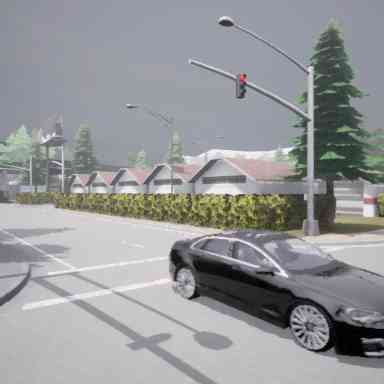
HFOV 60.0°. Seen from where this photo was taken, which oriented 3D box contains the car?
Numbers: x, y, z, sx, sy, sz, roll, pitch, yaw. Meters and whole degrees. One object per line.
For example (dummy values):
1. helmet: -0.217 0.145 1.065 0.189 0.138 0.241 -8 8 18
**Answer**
1. car: 1.430 1.548 6.385 2.128 1.511 4.902 0 1 -38
